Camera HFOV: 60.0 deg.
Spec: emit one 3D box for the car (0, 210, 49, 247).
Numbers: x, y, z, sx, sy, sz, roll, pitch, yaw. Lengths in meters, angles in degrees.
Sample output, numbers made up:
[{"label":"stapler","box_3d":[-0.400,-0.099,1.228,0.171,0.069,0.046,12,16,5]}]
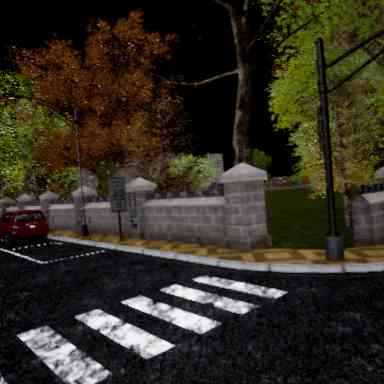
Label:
[{"label":"car","box_3d":[-9.912,2.004,19.169,2.192,1.841,5.009,-5,1,-42]}]
